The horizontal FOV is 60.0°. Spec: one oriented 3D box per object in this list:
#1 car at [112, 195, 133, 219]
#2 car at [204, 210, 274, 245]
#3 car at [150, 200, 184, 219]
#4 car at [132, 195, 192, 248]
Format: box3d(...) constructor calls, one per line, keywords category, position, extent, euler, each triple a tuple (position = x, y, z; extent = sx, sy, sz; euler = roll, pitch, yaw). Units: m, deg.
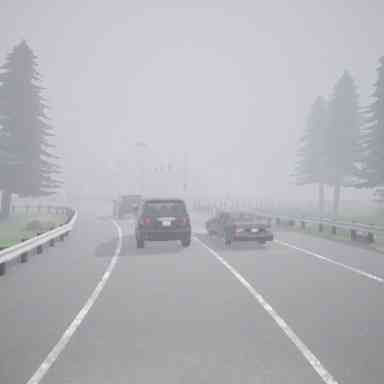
box3d(category="car", position=(-5.686, 1.255, 29.665), extent=(2.150, 2.045, 5.566), euler=(0, 0, -21))
box3d(category="car", position=(2.004, 1.560, 15.583), extent=(2.033, 1.411, 5.357), euler=(0, 0, -11))
box3d(category="car", position=(-2.417, 1.514, 30.916), extent=(1.837, 1.490, 4.892), euler=(0, 0, -21))
box3d(category="car", position=(-1.441, 1.255, 14.961), extent=(2.150, 2.045, 5.566), euler=(0, 0, -11))
